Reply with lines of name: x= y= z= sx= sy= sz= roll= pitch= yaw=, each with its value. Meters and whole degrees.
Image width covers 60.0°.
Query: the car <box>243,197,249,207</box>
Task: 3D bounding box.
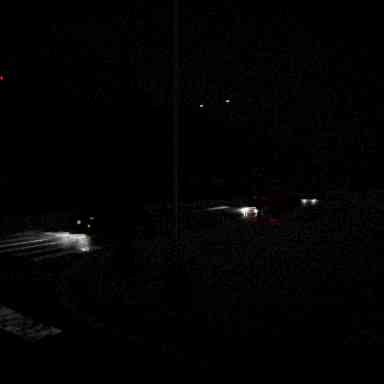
car: x=6.552 y=0.706 z=32.231 sx=1.994 sy=1.385 sz=4.181 roll=0 pitch=2 yaw=35

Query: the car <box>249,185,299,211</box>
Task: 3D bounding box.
car: x=7.268 y=0.456 z=28.159 sx=2.150 sy=2.045 sz=5.566 roll=0 pitch=2 yaw=35

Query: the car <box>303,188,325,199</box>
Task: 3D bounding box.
car: x=17.448 y=0.310 z=47.408 sx=2.033 sy=1.411 sz=5.357 roll=0 pitch=2 yaw=35

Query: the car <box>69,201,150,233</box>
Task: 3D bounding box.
car: x=-4.141 y=1.180 z=17.185 sx=1.994 sy=1.385 sz=4.181 roll=0 pitch=2 yaw=35
